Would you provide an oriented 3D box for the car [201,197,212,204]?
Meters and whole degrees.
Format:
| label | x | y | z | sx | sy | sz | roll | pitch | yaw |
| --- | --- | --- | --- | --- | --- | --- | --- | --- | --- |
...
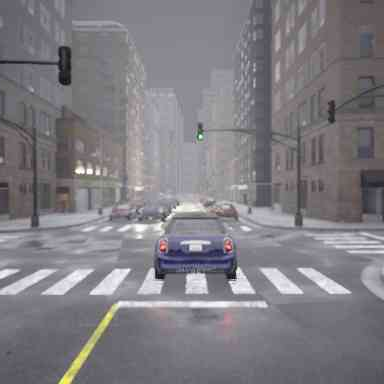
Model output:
| label | x | y | z | sx | sy | sz | roll | pitch | yaw |
| --- | --- | --- | --- | --- | --- | --- | --- | --- | --- |
| car | 2.848 | 1.698 | 66.711 | 2.008 | 1.369 | 4.403 | -1 | 0 | 0 |

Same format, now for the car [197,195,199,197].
| label | x | y | z | sx | sy | sz | roll | pitch | yaw |
| --- | --- | --- | --- | --- | --- | --- | --- | --- | --- |
| car | 2.845 | 1.479 | 72.275 | 2.192 | 1.841 | 5.009 | -1 | 0 | 0 |

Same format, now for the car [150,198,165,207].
| label | x | y | z | sx | sy | sz | roll | pitch | yaw |
| --- | --- | --- | --- | --- | --- | --- | --- | --- | --- |
| car | -5.678 | 1.664 | 55.563 | 2.008 | 1.369 | 4.403 | -1 | 0 | 0 |

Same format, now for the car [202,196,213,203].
| label | x | y | z | sx | sy | sz | roll | pitch | yaw |
| --- | --- | --- | --- | --- | --- | --- | --- | --- | --- |
| car | 2.848 | 1.642 | 50.020 | 1.887 | 1.381 | 4.507 | -1 | 0 | 0 |

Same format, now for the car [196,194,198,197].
| label | x | y | z | sx | sy | sz | roll | pitch | yaw |
| --- | --- | --- | --- | --- | --- | --- | --- | --- | --- |
| car | 2.848 | 1.747 | 94.701 | 1.752 | 1.417 | 4.829 | -1 | 0 | 0 |

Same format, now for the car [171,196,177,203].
| label | x | y | z | sx | sy | sz | roll | pitch | yaw |
| --- | --- | --- | --- | --- | --- | --- | --- | --- | --- |
| car | -3.092 | 1.555 | 36.268 | 2.128 | 1.511 | 4.902 | 0 | 0 | 0 |

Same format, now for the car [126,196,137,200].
| label | x | y | z | sx | sy | sz | roll | pitch | yaw |
| --- | --- | --- | --- | --- | --- | --- | --- | --- | --- |
| car | -5.680 | 1.371 | 33.305 | 2.192 | 1.841 | 5.009 | -1 | 0 | 0 |

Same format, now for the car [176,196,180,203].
| label | x | y | z | sx | sy | sz | roll | pitch | yaw |
| --- | --- | --- | --- | --- | --- | --- | --- | --- | --- |
| car | -3.061 | 1.635 | 46.133 | 2.033 | 1.411 | 5.357 | 0 | 0 | 0 |

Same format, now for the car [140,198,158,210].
| label | x | y | z | sx | sy | sz | roll | pitch | yaw |
| --- | --- | --- | --- | --- | --- | --- | --- | --- | --- |
| car | -5.677 | 1.608 | 44.264 | 1.752 | 1.417 | 4.829 | -1 | 0 | 0 |

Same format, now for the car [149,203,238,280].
| label | x | y | z | sx | sy | sz | roll | pitch | yaw |
| --- | --- | --- | --- | --- | --- | --- | --- | --- | --- |
| car | 0.093 | 1.379 | 10.158 | 2.097 | 1.767 | 4.553 | 0 | 0 | 0 |

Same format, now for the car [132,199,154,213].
| label | x | y | z | sx | sy | sz | roll | pitch | yaw |
| --- | --- | --- | --- | --- | --- | --- | --- | --- | --- |
| car | -5.677 | 1.614 | 38.869 | 1.887 | 1.381 | 4.507 | -1 | 0 | 0 |

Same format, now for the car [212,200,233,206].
| label | x | y | z | sx | sy | sz | roll | pitch | yaw |
| --- | --- | --- | --- | --- | --- | --- | --- | --- | --- |
| car | 2.848 | 1.627 | 27.767 | 1.802 | 1.307 | 4.206 | -1 | 0 | 0 |

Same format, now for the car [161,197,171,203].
| label | x | y | z | sx | sy | sz | roll | pitch | yaw |
| --- | --- | --- | --- | --- | --- | --- | --- | --- | --- |
| car | -5.678 | 1.708 | 72.259 | 1.887 | 1.381 | 4.507 | -1 | 0 | 0 |

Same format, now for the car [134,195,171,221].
| label | x | y | z | sx | sy | sz | roll | pitch | yaw |
| --- | --- | --- | --- | --- | --- | --- | --- | --- | --- |
| car | -3.098 | 1.396 | 27.136 | 2.097 | 1.767 | 4.553 | 0 | 0 | 0 |

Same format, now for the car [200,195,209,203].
| label | x | y | z | sx | sy | sz | roll | pitch | yaw |
| --- | --- | --- | --- | --- | --- | --- | --- | --- | --- |
| car | 2.846 | 1.553 | 55.584 | 1.967 | 1.590 | 4.097 | -1 | 0 | 0 |

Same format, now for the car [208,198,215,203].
| label | x | y | z | sx | sy | sz | roll | pitch | yaw |
| --- | --- | --- | --- | --- | --- | --- | --- | --- | --- |
| car | 2.848 | 1.582 | 33.501 | 1.752 | 1.417 | 4.829 | -1 | 0 | 0 |

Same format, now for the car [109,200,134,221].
| label | x | y | z | sx | sy | sz | roll | pitch | yaw |
| --- | --- | --- | --- | --- | --- | --- | --- | --- | --- |
| car | -5.677 | 1.627 | 27.740 | 1.802 | 1.307 | 4.206 | -1 | 0 | 0 |
